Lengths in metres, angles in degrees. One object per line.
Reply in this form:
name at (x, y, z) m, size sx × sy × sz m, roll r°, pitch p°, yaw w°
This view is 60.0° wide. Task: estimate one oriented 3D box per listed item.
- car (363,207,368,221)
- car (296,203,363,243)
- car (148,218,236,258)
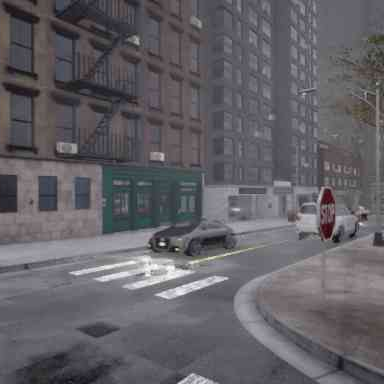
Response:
car at (17.224, 2.233, 35.518) m, size 2.097 × 1.767 × 4.553 m, roll 0°, pitch -1°, yaw 39°
car at (7.768, 1.638, 18.896) m, size 2.150 × 2.045 × 5.566 m, roll 0°, pitch -2°, yaw 38°
car at (0.127, 1.806, 14.011) m, size 1.994 × 1.385 × 4.181 m, roll 0°, pitch -2°, yaw 38°
